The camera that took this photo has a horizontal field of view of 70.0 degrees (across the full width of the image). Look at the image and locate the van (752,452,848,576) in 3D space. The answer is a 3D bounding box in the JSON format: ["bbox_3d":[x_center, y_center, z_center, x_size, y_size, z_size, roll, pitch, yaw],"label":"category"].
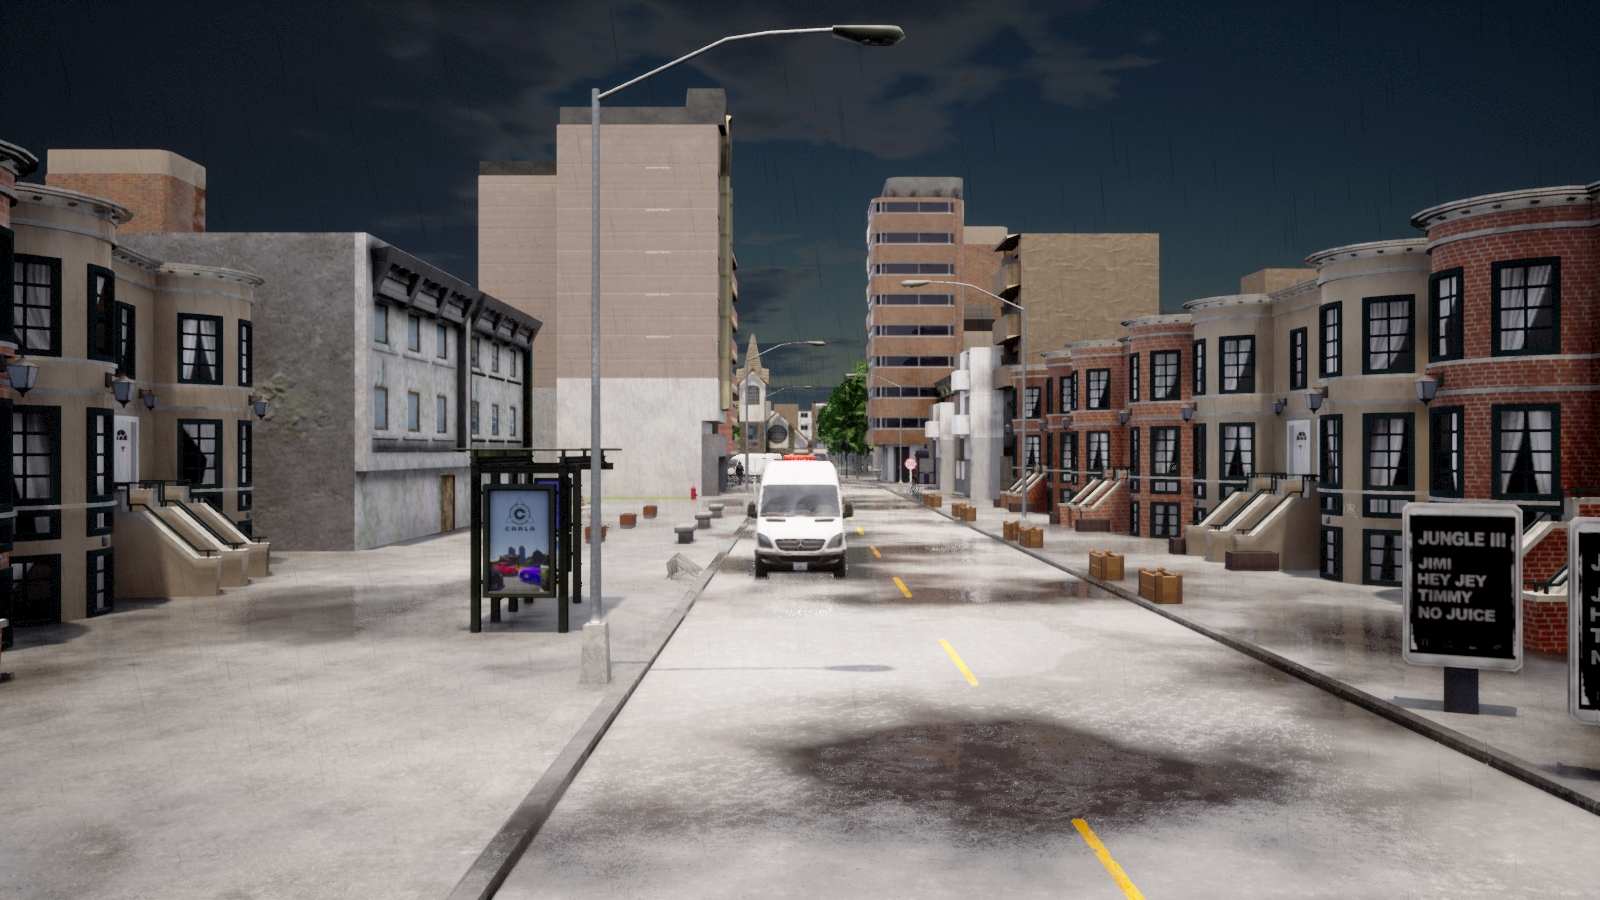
[{"bbox_3d":[0.008,1.325,26.597,1.988,2.561,5.915,0,0,0],"label":"van"}]
